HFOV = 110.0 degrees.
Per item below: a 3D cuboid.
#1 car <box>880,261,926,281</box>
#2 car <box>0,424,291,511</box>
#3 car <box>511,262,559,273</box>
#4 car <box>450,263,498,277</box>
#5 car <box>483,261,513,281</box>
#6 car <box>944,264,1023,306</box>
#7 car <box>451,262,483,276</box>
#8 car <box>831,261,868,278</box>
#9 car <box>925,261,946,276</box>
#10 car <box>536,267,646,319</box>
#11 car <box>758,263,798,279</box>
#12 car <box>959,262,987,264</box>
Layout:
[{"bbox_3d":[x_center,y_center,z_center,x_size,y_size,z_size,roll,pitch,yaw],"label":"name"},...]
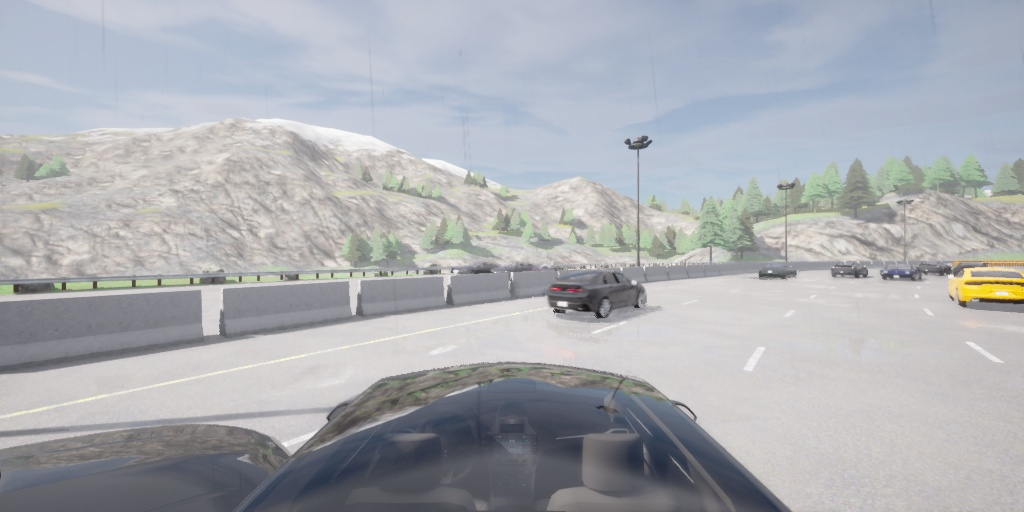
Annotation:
[{"bbox_3d":[32.306,1.351,29.698,4.718,1.301,1.895,0,0,-35],"label":"car"},{"bbox_3d":[-2.981,1.255,0.495,4.892,1.490,1.837,0,0,-45],"label":"car"},{"bbox_3d":[2.436,1.350,27.608,4.718,1.301,1.895,0,0,-44],"label":"car"},{"bbox_3d":[-3.782,1.350,36.182,4.718,1.301,1.895,0,0,-44],"label":"car"},{"bbox_3d":[0.289,1.241,30.369,4.902,1.511,2.128,0,0,-44],"label":"car"},{"bbox_3d":[19.529,1.227,14.671,5.008,1.535,1.882,1,0,-43],"label":"car"},{"bbox_3d":[-3.033,1.241,32.002,4.902,1.511,2.128,0,0,-45],"label":"car"},{"bbox_3d":[31.372,1.241,33.307,4.902,1.511,2.128,0,0,-35],"label":"car"},{"bbox_3d":[43.310,1.241,36.831,4.902,1.511,2.128,0,0,-31],"label":"car"},{"bbox_3d":[3.187,1.254,12.956,1.837,1.490,4.892,-1,-1,42],"label":"car"},{"bbox_3d":[23.754,1.314,32.004,4.181,1.385,1.994,0,0,-38],"label":"car"},{"bbox_3d":[36.348,1.248,28.248,4.892,1.490,1.837,2,-1,-35],"label":"car"}]
